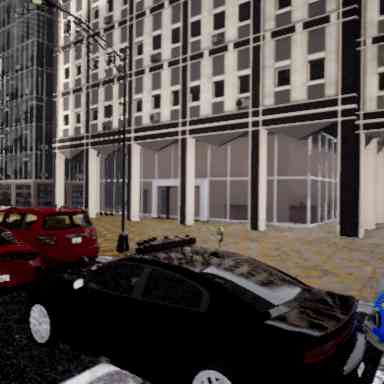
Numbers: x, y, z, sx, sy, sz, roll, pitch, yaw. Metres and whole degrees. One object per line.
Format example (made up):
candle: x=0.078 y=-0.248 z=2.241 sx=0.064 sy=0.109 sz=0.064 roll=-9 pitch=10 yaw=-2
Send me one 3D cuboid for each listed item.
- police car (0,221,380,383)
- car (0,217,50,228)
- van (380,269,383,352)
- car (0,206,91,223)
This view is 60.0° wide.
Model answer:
police car: x=-0.475 y=1.459 z=4.720 sx=5.238 sy=1.638 sz=1.930 roll=0 pitch=-1 yaw=36
car: x=-5.455 y=1.511 z=8.056 sx=5.008 sy=1.535 sz=1.882 roll=0 pitch=-1 yaw=43
van: x=4.172 y=1.389 z=3.520 sx=3.998 sy=1.788 sz=1.690 roll=0 pitch=0 yaw=36
car: x=-4.992 y=1.366 z=10.245 sx=5.009 sy=1.841 sz=2.192 roll=0 pitch=0 yaw=36
